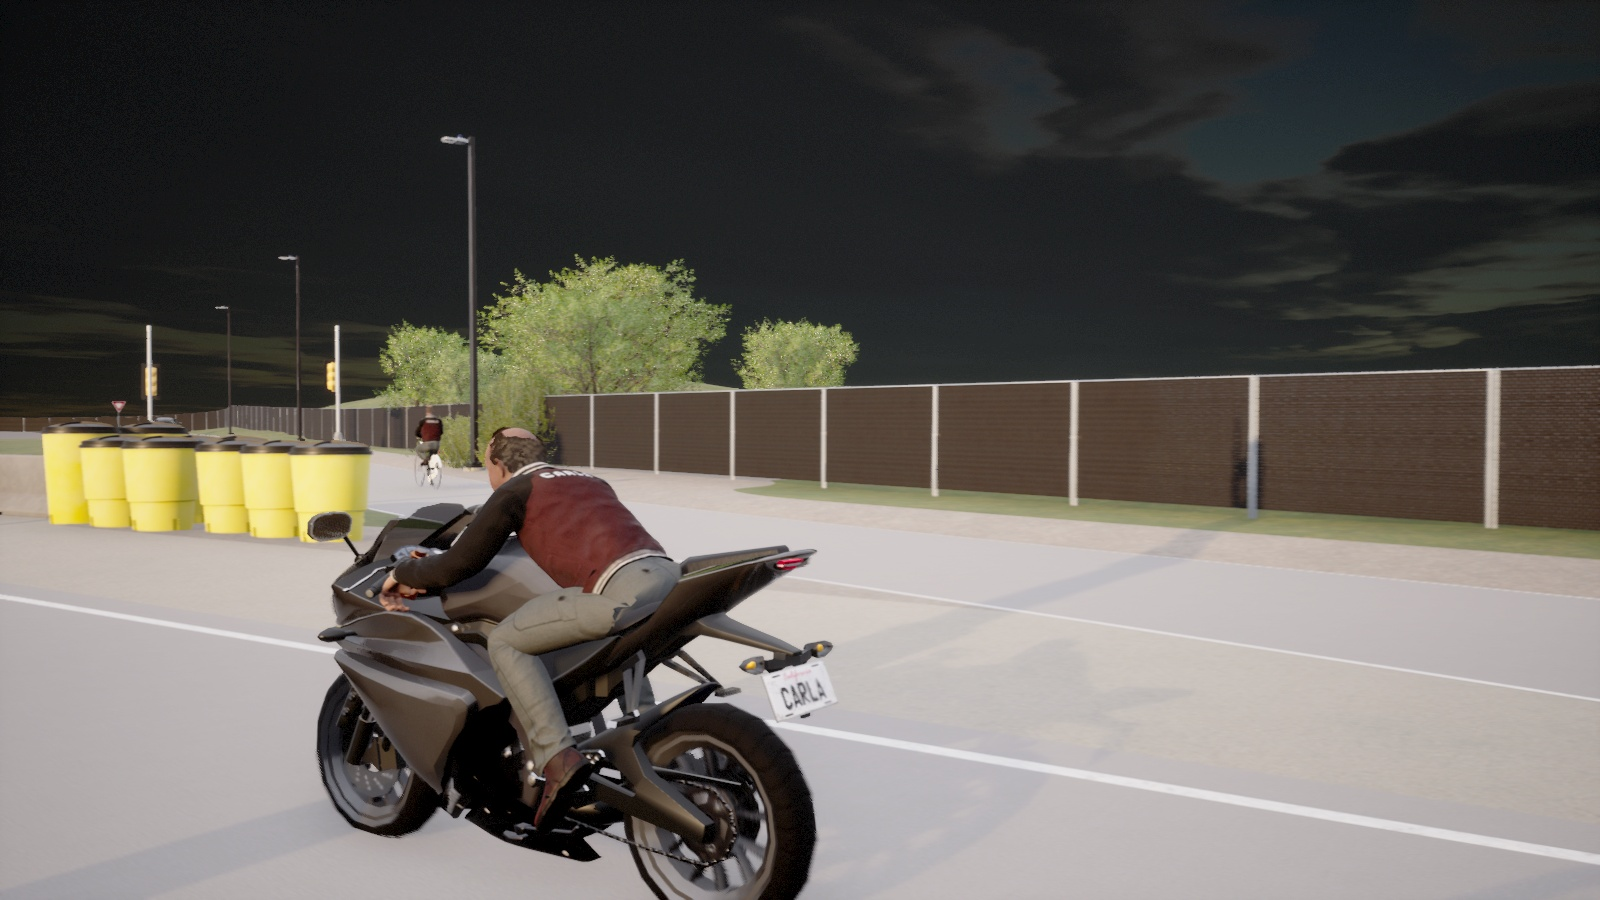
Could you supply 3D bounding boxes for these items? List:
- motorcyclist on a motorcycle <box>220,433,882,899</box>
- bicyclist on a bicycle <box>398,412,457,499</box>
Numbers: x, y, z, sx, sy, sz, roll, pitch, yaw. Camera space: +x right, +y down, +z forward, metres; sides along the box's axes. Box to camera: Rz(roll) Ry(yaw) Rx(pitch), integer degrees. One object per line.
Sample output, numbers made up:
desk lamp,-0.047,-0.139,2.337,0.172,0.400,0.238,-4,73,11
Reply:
motorcyclist on a motorcycle,-0.898,0.718,4.221,2.191,1.530,0.866,0,1,34
bicyclist on a bicycle,-7.882,0.087,26.558,0.659,1.776,1.843,-2,2,-33
